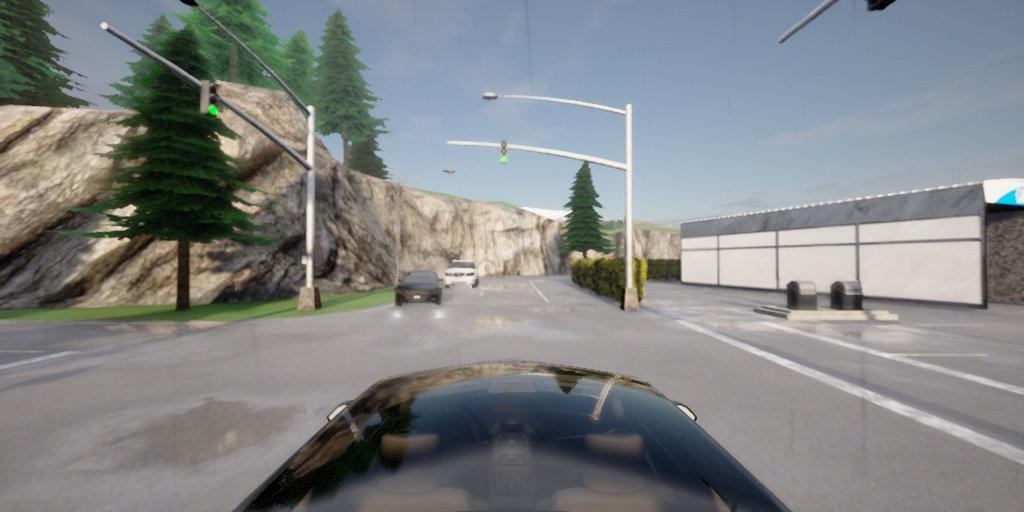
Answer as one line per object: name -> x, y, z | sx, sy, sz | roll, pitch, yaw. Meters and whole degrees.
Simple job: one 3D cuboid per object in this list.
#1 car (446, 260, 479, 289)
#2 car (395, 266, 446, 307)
car -> -3.630, 1.286, 26.747 | 2.150, 2.045, 5.566 | 0, -1, -1
car -> -4.265, 1.419, 17.019 | 1.882, 1.535, 5.008 | 0, -1, -10
